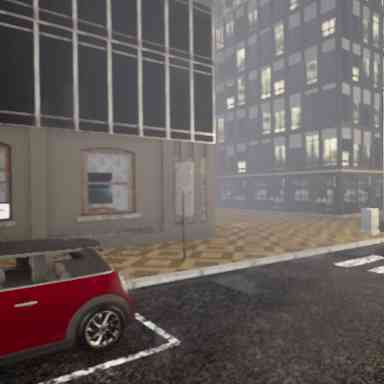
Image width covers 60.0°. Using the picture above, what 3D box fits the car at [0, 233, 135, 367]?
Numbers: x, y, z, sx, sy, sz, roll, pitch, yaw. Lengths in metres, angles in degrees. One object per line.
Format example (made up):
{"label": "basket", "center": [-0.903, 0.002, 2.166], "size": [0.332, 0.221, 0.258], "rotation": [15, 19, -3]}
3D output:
{"label": "car", "center": [-2.952, 1.440, 4.470], "size": [4.097, 1.590, 1.967], "rotation": [0, -1, -36]}
